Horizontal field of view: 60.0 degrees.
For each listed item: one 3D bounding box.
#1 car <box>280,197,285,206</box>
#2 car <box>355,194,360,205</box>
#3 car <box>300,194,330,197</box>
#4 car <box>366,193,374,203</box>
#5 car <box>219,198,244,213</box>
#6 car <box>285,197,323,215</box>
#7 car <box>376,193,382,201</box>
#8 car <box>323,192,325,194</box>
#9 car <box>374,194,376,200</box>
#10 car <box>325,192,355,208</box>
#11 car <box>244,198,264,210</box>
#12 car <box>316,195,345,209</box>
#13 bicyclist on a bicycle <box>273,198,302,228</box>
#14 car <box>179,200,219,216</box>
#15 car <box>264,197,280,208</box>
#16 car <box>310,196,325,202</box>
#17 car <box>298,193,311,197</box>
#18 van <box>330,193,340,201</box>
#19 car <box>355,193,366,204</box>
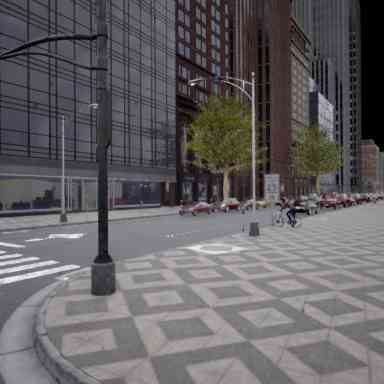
[{"bbox_3d":[13.236,1.456,50.306,1.947,1.339,4.313,0,0,35],"label":"car"},{"bbox_3d":[23.451,1.379,50.114,1.947,1.339,4.313,0,0,35],"label":"car"},{"bbox_3d":[16.489,1.340,44.529,2.128,1.511,4.902,-1,0,35],"label":"car"},{"bbox_3d":[33.038,1.101,64.053,2.192,1.841,5.009,0,0,35],"label":"car"},{"bbox_3d":[3.646,1.367,36.366,1.967,1.590,4.097,0,0,35],"label":"car"},{"bbox_3d":[10.668,1.425,31.531,1.947,1.339,4.313,0,0,35],"label":"car"},{"bbox_3d":[42.625,1.360,77.988,1.802,1.307,4.206,-1,0,35],"label":"car"},{"bbox_3d":[22.175,1.053,52.796,2.150,2.045,5.566,-1,0,35],"label":"car"},{"bbox_3d":[36.330,1.304,68.837,1.752,1.417,4.829,-1,0,35],"label":"car"},{"bbox_3d":[20.254,1.137,45.470,2.192,1.841,5.009,0,0,35],"label":"car"},{"bbox_3d":[6.844,1.495,41.013,1.802,1.307,4.206,0,0,35],"label":"car"},{"bbox_3d":[17.059,1.378,40.823,1.887,1.381,4.507,0,0,35],"label":"car"},{"bbox_3d":[5.240,1.177,18.414,1.656,1.620,0.582,-1,0,35],"label":"bicyclist on a bicycle"},{"bbox_3d":[0.452,1.525,31.720,1.802,1.307,4.206,0,0,35],"label":"car"},{"bbox_3d":[9.943,1.427,45.519,1.752,1.417,4.829,0,0,35],"label":"car"},{"bbox_3d":[26.021,1.419,68.892,1.947,1.339,4.313,0,0,35],"label":"car"},{"bbox_3d":[19.628,1.416,59.599,1.887,1.381,4.507,0,0,35],"label":"car"},{"bbox_3d":[35.607,1.187,82.831,1.690,1.788,3.998,-1,0,35],"label":"van"},{"bbox_3d":[26.646,1.119,54.760,2.192,1.841,5.009,0,0,35],"label":"car"}]
